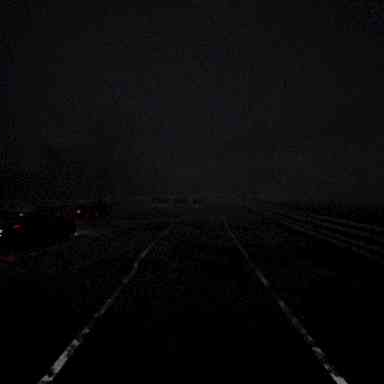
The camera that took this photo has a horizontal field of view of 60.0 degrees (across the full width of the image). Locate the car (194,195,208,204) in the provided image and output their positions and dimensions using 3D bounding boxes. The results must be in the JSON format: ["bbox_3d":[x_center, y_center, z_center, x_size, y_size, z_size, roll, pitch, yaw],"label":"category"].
[{"bbox_3d":[1.535,1.377,59.906,2.128,1.511,4.902,0,0,12],"label":"car"}]

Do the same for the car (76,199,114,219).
[{"bbox_3d":[-8.072,1.303,27.317,1.882,1.535,5.008,0,0,9],"label":"car"}]

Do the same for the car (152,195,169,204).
[{"bbox_3d":[-5.636,1.235,59.812,2.097,1.767,4.553,0,0,12],"label":"car"}]

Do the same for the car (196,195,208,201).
[{"bbox_3d":[2.485,1.480,80.410,1.994,1.385,4.181,0,0,13],"label":"car"}]

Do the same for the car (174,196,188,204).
[{"bbox_3d":[-2.036,1.410,59.883,1.812,1.442,4.674,0,0,12],"label":"car"}]

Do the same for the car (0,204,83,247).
[{"bbox_3d":[-6.603,1.368,13.888,1.994,1.385,4.181,0,0,8],"label":"car"}]

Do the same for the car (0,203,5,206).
[{"bbox_3d":[-12.684,1.317,20.574,1.837,1.490,4.892,0,0,9],"label":"car"}]
